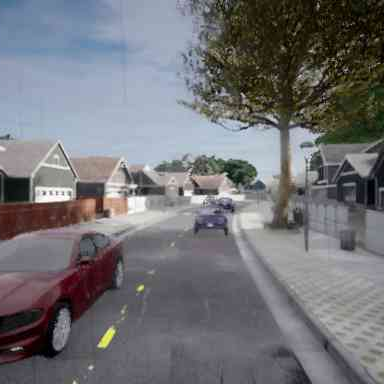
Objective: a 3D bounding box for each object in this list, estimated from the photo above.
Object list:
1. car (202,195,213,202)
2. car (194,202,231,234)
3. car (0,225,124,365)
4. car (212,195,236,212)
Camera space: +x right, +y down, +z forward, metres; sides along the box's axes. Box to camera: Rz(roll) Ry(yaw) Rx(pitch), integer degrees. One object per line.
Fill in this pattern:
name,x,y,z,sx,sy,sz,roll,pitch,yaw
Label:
car,2.671,1.151,46.647,1.837,1.490,4.892,0,0,13
car,1.170,1.532,19.439,1.812,1.442,4.674,0,0,6
car,-2.664,1.475,6.266,1.882,1.535,5.008,0,0,2
car,3.997,1.377,38.749,2.097,1.767,4.553,0,0,11
